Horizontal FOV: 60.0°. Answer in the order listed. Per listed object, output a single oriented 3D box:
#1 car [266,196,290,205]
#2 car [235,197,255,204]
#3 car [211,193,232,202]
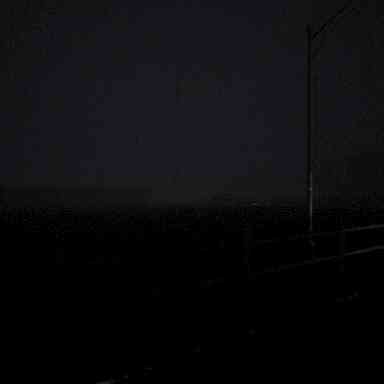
[{"bbox_3d":[16.074,1.617,62.544,1.837,1.490,4.892,0,-1,-36],"label":"car"},{"bbox_3d":[10.463,1.700,65.551,1.994,1.385,4.181,0,-1,-35],"label":"car"},{"bbox_3d":[6.746,1.298,75.377,2.150,2.045,5.566,0,-1,-36],"label":"car"}]
